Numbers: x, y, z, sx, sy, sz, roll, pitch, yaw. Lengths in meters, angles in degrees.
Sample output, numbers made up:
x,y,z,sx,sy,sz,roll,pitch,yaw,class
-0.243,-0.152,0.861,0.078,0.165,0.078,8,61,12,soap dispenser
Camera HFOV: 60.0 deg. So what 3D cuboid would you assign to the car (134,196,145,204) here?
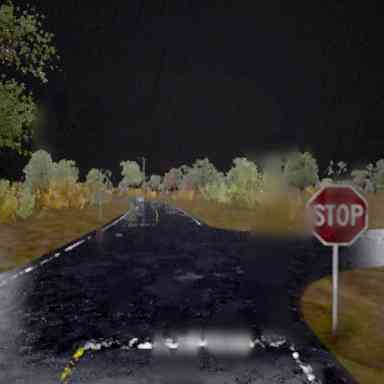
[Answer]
x,y,z,sx,sy,sz,roll,pitch,yaw,class
-9.721,1.418,61.805,2.128,1.511,4.902,0,0,-11,car
